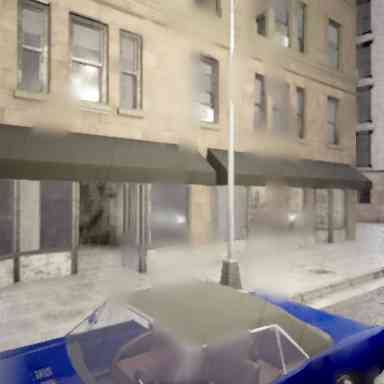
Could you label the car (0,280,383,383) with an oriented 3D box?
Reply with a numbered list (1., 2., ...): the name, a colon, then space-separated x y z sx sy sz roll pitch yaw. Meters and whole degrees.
1. car: -0.313 1.624 2.842 4.718 1.301 1.895 0 -1 -37
